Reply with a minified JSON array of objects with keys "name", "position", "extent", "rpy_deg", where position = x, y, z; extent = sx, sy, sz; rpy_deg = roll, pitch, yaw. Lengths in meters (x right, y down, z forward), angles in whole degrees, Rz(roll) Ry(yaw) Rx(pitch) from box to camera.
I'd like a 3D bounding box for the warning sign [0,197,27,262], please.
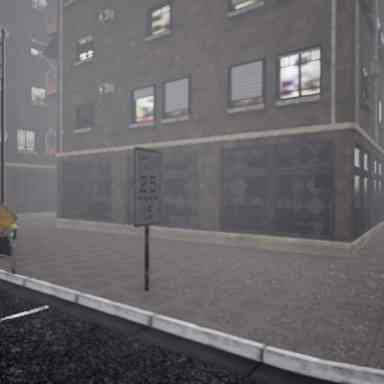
[{"name":"warning sign","position":[-5.897,1.092,9.999],"extent":[1.060,1.860,1.300],"rpy_deg":[0,0,35]}]
